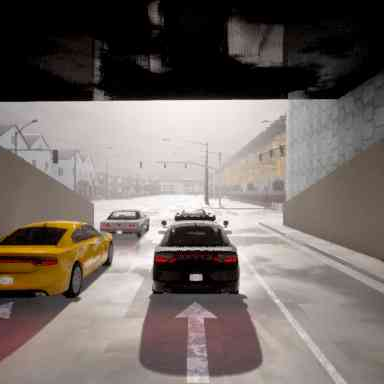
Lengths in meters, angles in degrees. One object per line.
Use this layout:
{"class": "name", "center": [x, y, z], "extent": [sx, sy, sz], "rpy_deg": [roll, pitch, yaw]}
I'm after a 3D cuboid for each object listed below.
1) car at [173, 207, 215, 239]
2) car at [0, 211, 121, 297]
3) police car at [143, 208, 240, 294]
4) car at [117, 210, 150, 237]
{"class": "car", "center": [0.088, 1.564, 17.894], "extent": [1.994, 1.385, 4.181], "rpy_deg": [0, 0, 0]}
{"class": "car", "center": [-3.412, 1.478, 8.606], "extent": [1.882, 1.535, 5.008], "rpy_deg": [0, 0, 0]}
{"class": "police car", "center": [0.084, 1.425, 8.932], "extent": [1.930, 1.638, 5.238], "rpy_deg": [0, 0, 0]}
{"class": "car", "center": [-3.410, 1.601, 17.848], "extent": [1.895, 1.301, 4.718], "rpy_deg": [0, 0, 0]}
